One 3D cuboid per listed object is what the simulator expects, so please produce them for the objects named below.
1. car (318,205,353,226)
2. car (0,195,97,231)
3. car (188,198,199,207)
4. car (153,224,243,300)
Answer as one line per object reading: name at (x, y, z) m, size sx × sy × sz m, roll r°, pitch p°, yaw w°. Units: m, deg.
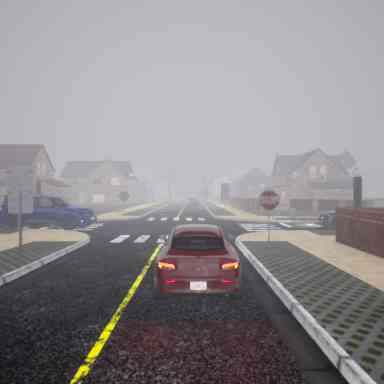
car at (11.151, 1.642, 23.391) m, size 4.181 × 1.385 × 1.994 m, roll 0°, pitch 0°, yaw 0°
car at (-8.646, 1.203, 20.072) m, size 5.566 × 2.045 × 2.150 m, roll 0°, pitch 0°, yaw 6°
car at (0.226, 1.681, 54.154) m, size 2.033 × 1.411 × 5.357 m, roll 0°, pitch 0°, yaw 0°
car at (0.124, 1.526, 8.294) m, size 1.812 × 1.442 × 4.674 m, roll 0°, pitch 0°, yaw 0°
